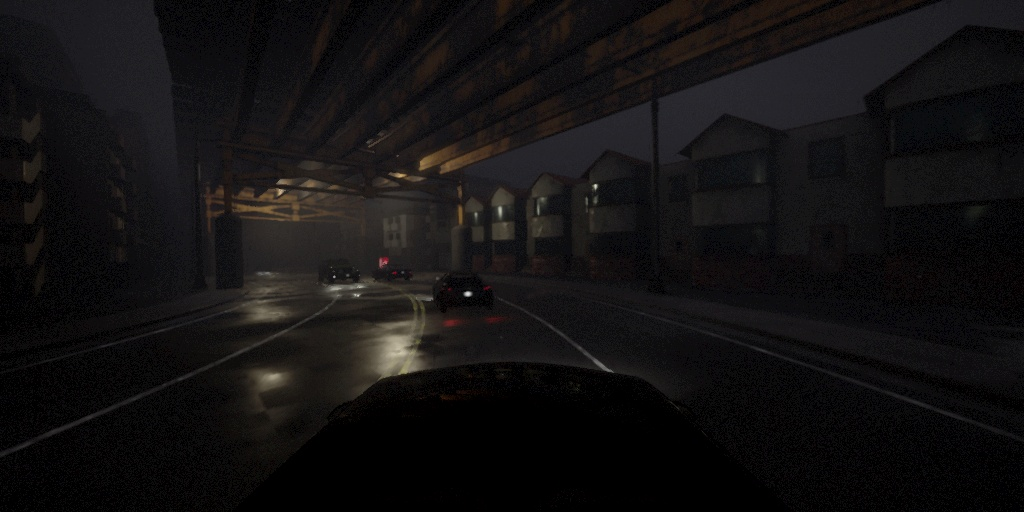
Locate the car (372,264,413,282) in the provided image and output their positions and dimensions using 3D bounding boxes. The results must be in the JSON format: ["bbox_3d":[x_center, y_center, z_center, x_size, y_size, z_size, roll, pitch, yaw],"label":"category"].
[{"bbox_3d":[-10.220,1.390,30.417,2.033,1.411,5.357,-1,0,-38],"label":"car"}]

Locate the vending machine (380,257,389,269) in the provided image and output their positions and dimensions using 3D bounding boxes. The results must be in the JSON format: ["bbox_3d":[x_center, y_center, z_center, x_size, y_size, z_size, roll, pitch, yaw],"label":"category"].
[{"bbox_3d":[-17.798,1.137,49.961,1.100,2.100,0.880,0,0,-42],"label":"vending machine"}]

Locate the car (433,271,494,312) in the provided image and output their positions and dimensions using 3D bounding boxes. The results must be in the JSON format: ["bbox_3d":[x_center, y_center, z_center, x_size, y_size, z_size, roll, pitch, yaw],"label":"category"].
[{"bbox_3d":[-2.040,1.279,14.238,1.994,1.385,4.181,-1,0,-16],"label":"car"}]

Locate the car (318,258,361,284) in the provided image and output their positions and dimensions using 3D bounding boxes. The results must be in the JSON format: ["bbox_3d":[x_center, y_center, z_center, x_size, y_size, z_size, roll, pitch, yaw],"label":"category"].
[{"bbox_3d":[-14.394,1.154,29.652,2.150,2.045,5.566,-1,0,-40],"label":"car"}]
